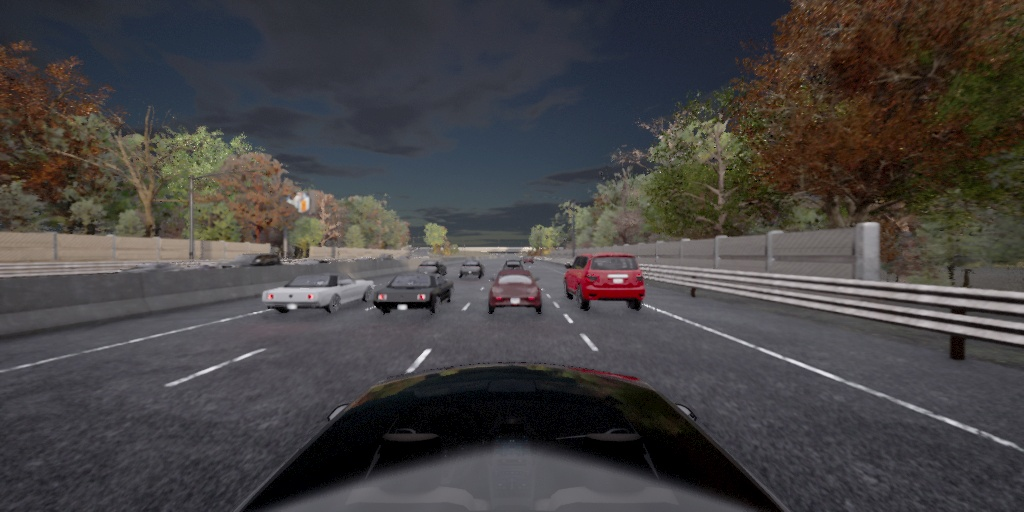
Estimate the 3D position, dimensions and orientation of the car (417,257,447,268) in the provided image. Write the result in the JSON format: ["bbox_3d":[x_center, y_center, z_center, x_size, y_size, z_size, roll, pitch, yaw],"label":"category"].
[{"bbox_3d":[-6.887,1.103,31.242,2.128,1.511,4.902,0,0,0],"label":"car"}]

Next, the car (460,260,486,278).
[{"bbox_3d":[-3.388,1.103,31.234,2.128,1.511,4.902,0,0,0],"label":"car"}]

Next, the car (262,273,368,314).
[{"bbox_3d":[-6.896,1.295,13.478,1.895,1.301,4.718,0,0,0],"label":"car"}]

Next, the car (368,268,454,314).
[{"bbox_3d":[-3.396,1.295,13.363,1.895,1.301,4.718,0,0,0],"label":"car"}]

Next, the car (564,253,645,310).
[{"bbox_3d":[3.508,0.899,14.530,2.150,2.045,5.566,0,0,0],"label":"car"}]

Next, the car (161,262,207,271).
[{"bbox_3d":[-24.587,1.225,28.641,1.895,1.301,4.718,0,0,0],"label":"car"}]

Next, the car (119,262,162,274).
[{"bbox_3d":[-28.085,1.191,28.173,1.994,1.385,4.181,0,0,0],"label":"car"}]

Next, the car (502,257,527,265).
[{"bbox_3d":[0.112,1.116,31.272,1.837,1.490,4.892,0,0,0],"label":"car"}]

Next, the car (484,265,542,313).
[{"bbox_3d":[0.104,1.219,13.510,1.812,1.442,4.674,0,0,0],"label":"car"}]

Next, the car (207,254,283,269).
[{"bbox_3d":[-21.087,0.846,29.074,2.150,2.045,5.566,0,0,0],"label":"car"}]

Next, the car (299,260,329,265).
[{"bbox_3d":[-17.584,1.115,31.675,1.837,1.490,4.892,0,0,0],"label":"car"}]
